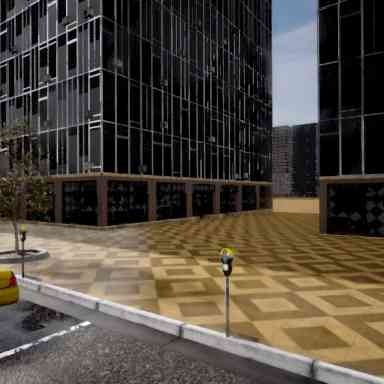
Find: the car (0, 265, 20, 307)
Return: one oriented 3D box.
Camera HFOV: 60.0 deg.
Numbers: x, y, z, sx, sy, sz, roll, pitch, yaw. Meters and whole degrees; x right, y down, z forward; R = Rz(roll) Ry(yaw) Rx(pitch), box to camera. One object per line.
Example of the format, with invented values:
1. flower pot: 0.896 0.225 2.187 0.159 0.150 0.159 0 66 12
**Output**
1. car: -5.334 1.528 6.663 4.829 1.417 1.752 0 0 35
